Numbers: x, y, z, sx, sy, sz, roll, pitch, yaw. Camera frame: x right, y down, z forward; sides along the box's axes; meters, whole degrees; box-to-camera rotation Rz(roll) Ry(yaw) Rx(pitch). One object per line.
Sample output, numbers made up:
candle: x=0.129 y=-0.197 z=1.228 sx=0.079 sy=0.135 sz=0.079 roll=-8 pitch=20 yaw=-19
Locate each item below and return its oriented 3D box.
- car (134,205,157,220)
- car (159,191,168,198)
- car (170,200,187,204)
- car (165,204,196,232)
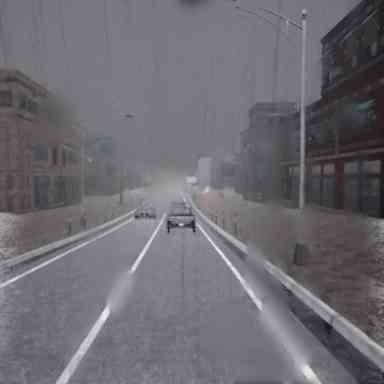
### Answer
car: x=-4.402 y=1.924 z=32.222 sx=1.994 sy=1.385 sz=4.181 roll=0 pitch=0 yaw=-3
car: x=-6.269 y=0.560 z=73.610 sx=2.128 sy=1.511 sz=4.902 roll=0 pitch=3 yaw=-3
car: x=-1.615 y=1.739 z=40.767 sx=2.128 sy=1.511 sz=4.902 roll=-1 pitch=0 yaw=-3
car: x=-0.749 y=1.783 z=22.447 sx=2.128 sy=1.511 sz=4.902 roll=0 pitch=-1 yaw=-3
